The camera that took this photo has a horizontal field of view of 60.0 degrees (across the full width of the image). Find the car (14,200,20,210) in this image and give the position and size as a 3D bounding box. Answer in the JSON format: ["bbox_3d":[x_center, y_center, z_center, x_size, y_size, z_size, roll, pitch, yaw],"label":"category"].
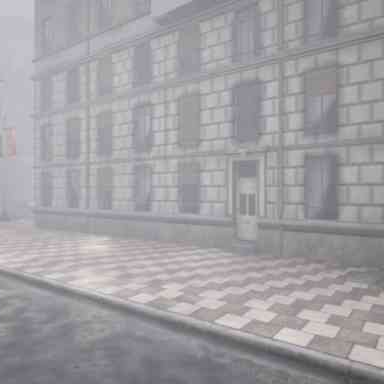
[{"bbox_3d":[-19.215,1.221,41.817,2.150,2.045,5.566,0,0,36],"label":"car"}]

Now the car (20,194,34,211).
[{"bbox_3d":[-17.025,1.351,38.868,2.097,1.767,4.553,0,0,36],"label":"car"}]
